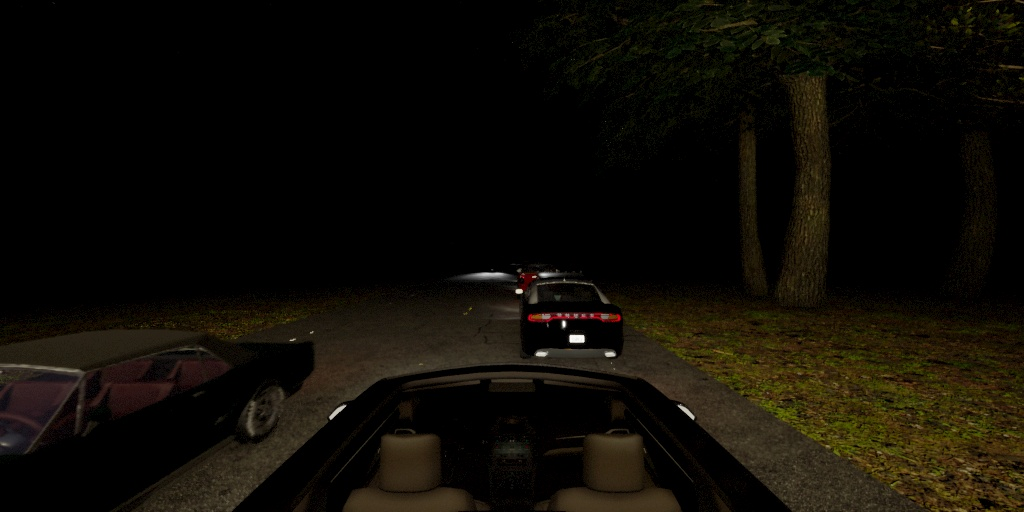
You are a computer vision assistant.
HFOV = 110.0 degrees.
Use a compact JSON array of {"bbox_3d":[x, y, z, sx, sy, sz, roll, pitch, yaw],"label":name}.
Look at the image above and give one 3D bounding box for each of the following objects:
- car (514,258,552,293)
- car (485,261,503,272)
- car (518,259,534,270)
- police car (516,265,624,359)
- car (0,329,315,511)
[{"bbox_3d":[1.330,1.084,18.370,2.097,1.767,4.553,0,0,2],"label":"car"},{"bbox_3d":[-2.160,1.292,43.592,1.895,1.301,4.718,0,0,4],"label":"car"},{"bbox_3d":[2.018,1.231,50.941,2.033,1.411,5.357,0,0,4],"label":"car"},{"bbox_3d":[1.119,1.170,8.549,1.930,1.638,5.238,0,0,1],"label":"police car"},{"bbox_3d":[-3.577,1.350,2.559,1.895,1.301,4.718,0,0,0],"label":"car"}]
